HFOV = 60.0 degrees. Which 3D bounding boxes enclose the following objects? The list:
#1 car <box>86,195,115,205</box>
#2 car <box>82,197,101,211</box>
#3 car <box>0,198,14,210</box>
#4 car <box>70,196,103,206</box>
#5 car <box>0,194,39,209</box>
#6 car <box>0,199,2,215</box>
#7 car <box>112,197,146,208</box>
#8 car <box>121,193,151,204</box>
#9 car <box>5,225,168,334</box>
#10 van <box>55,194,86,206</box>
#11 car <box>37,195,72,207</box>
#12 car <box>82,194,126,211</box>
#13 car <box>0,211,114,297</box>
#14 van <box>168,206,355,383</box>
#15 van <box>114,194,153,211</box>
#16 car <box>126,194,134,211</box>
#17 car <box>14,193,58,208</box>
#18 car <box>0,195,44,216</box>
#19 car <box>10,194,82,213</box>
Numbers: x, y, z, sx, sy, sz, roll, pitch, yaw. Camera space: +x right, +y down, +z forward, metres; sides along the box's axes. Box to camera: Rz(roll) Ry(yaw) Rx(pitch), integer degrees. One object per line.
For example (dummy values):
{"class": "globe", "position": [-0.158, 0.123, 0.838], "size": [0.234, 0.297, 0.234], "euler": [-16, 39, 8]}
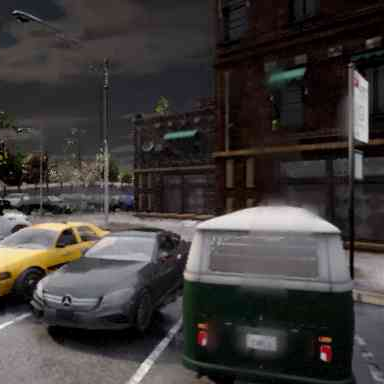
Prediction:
{"class": "car", "position": [-16.213, 1.411, 59.165], "size": [4.553, 1.767, 2.185], "euler": [-1, 0, 14]}
{"class": "car", "position": [-12.442, 1.544, 34.571], "size": [4.792, 1.488, 2.163], "euler": [1, 1, 14]}
{"class": "car", "position": [-26.421, 1.559, 44.154], "size": [4.792, 1.488, 2.163], "euler": [-1, 0, 14]}
{"class": "car", "position": [-17.940, 1.538, 56.687], "size": [4.892, 1.521, 2.231], "euler": [-1, -1, 14]}
{"class": "car", "position": [-24.732, 1.280, 46.662], "size": [5.566, 2.045, 2.435], "euler": [-1, 0, 14]}
{"class": "car", "position": [-21.248, 1.507, 31.916], "size": [1.882, 1.535, 5.008], "euler": [0, 0, 32]}
{"class": "car", "position": [-9.401, 1.531, 49.674], "size": [2.128, 1.511, 4.902], "euler": [0, 0, 34]}
{"class": "car", "position": [-11.198, 1.289, 66.705], "size": [5.566, 2.045, 2.435], "euler": [-1, 0, 14]}
{"class": "car", "position": [-1.200, 1.529, 7.036], "size": [2.002, 1.452, 4.674], "euler": [1, -1, 15]}
{"class": "van", "position": [-19.743, 1.311, 54.203], "size": [4.442, 1.987, 1.878], "euler": [-1, 0, 14]}
{"class": "car", "position": [-21.350, 1.409, 51.689], "size": [4.553, 1.767, 2.185], "euler": [-1, -1, 14]}
{"class": "car", "position": [-10.785, 1.264, 37.032], "size": [5.566, 2.045, 2.435], "euler": [1, 1, 14]}
{"class": "car", "position": [-3.701, 1.485, 8.596], "size": [1.946, 1.575, 5.366], "euler": [1, -1, 15]}
{"class": "van", "position": [1.269, 1.262, 5.405], "size": [1.878, 1.987, 4.442], "euler": [0, -1, 15]}
{"class": "van", "position": [-7.329, 1.294, 41.910], "size": [4.442, 1.987, 1.878], "euler": [1, 0, 14]}
{"class": "car", "position": [-9.127, 1.266, 39.483], "size": [5.566, 2.045, 2.435], "euler": [1, 1, 14]}
{"class": "car", "position": [-22.985, 1.281, 49.175], "size": [5.566, 2.045, 2.435], "euler": [-1, -1, 14]}
{"class": "car", "position": [-8.551, 1.243, 12.288], "size": [2.435, 2.045, 5.566], "euler": [0, -1, 15]}
{"class": "car", "position": [-14.041, 1.262, 32.131], "size": [5.566, 2.045, 2.435], "euler": [1, 0, 14]}
